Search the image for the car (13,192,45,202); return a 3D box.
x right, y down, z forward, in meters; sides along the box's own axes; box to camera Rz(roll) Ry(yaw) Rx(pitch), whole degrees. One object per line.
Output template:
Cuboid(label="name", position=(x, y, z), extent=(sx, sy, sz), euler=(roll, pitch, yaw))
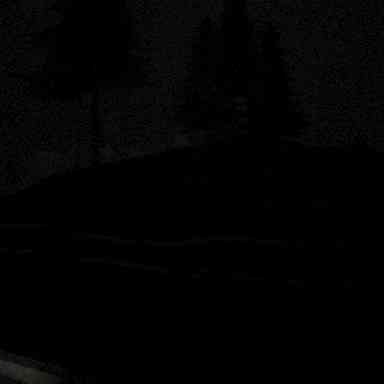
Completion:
Cuboid(label="car", position=(-28.054, 0.807, 56.532), extent=(2.128, 1.511, 4.902), euler=(0, 1, 14))
